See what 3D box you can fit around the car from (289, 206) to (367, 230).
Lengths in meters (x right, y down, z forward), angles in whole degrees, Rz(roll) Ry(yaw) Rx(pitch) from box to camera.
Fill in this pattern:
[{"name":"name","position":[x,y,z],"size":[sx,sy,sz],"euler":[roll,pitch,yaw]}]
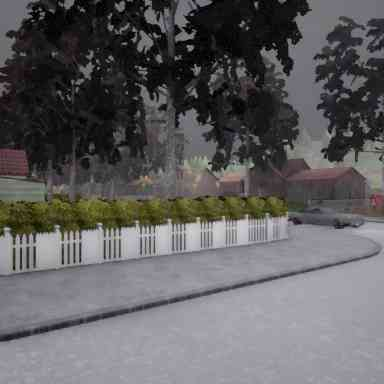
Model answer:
[{"name":"car","position":[8.408,1.601,21.189],"size":[1.895,1.301,4.718],"euler":[0,0,-35]}]

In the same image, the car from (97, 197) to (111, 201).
[{"name":"car","position":[-17.267,1.564,64.464],"size":[1.994,1.385,4.181],"euler":[0,0,-36]}]
